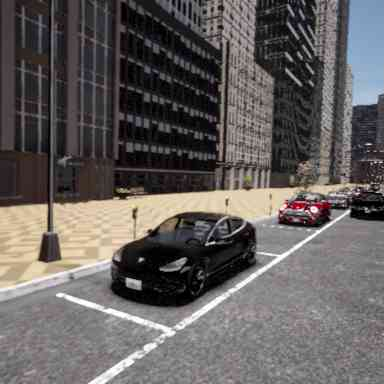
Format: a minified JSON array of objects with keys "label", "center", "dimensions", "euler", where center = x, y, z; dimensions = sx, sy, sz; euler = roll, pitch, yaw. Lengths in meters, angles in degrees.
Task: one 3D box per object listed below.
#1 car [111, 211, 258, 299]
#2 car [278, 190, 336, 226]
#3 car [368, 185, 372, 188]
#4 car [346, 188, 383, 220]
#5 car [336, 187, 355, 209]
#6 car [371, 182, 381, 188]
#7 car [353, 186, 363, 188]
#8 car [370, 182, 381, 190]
[{"label":"car","center":[0.127,1.161,7.602],"dimensions":[1.947,1.339,4.313],"euler":[3,3,31]},{"label":"car","center":[5.852,0.731,17.041],"dimensions":[1.967,1.590,4.097],"euler":[3,3,31]},{"label":"car","center":[23.011,-0.041,45.378],"dimensions":[1.947,1.339,4.313],"euler":[3,3,31]},{"label":"car","center":[11.073,0.747,20.639],"dimensions":[1.882,1.535,5.008],"euler":[4,3,31]},{"label":"car","center":[11.569,0.541,26.489],"dimensions":[2.008,1.369,4.403],"euler":[3,3,31]},{"label":"car","center":[40.173,-0.913,73.712],"dimensions":[1.947,1.339,4.313],"euler":[3,3,31]},{"label":"car","center":[14.430,0.392,31.212],"dimensions":[2.008,1.369,4.403],"euler":[3,3,31]},{"label":"car","center":[45.899,-1.450,83.145],"dimensions":[2.192,1.841,5.009],"euler":[3,3,31]}]
